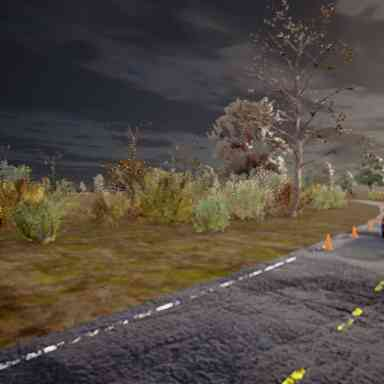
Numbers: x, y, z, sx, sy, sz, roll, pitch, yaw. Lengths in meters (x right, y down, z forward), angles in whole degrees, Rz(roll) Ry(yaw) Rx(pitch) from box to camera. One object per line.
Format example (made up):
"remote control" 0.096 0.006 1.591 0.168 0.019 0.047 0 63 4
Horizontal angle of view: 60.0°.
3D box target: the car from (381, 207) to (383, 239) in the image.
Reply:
"car" 11.582 1.356 17.684 2.150 2.045 5.566 0 0 36

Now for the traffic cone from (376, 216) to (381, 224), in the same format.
"traffic cone" 14.415 2.143 25.731 0.340 0.580 0.340 0 0 35

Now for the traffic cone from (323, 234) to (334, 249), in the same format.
"traffic cone" 5.637 2.049 13.759 0.340 0.580 0.340 0 0 38

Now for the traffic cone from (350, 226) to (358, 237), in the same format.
"traffic cone" 8.638 2.080 17.694 0.340 0.580 0.340 0 0 37
